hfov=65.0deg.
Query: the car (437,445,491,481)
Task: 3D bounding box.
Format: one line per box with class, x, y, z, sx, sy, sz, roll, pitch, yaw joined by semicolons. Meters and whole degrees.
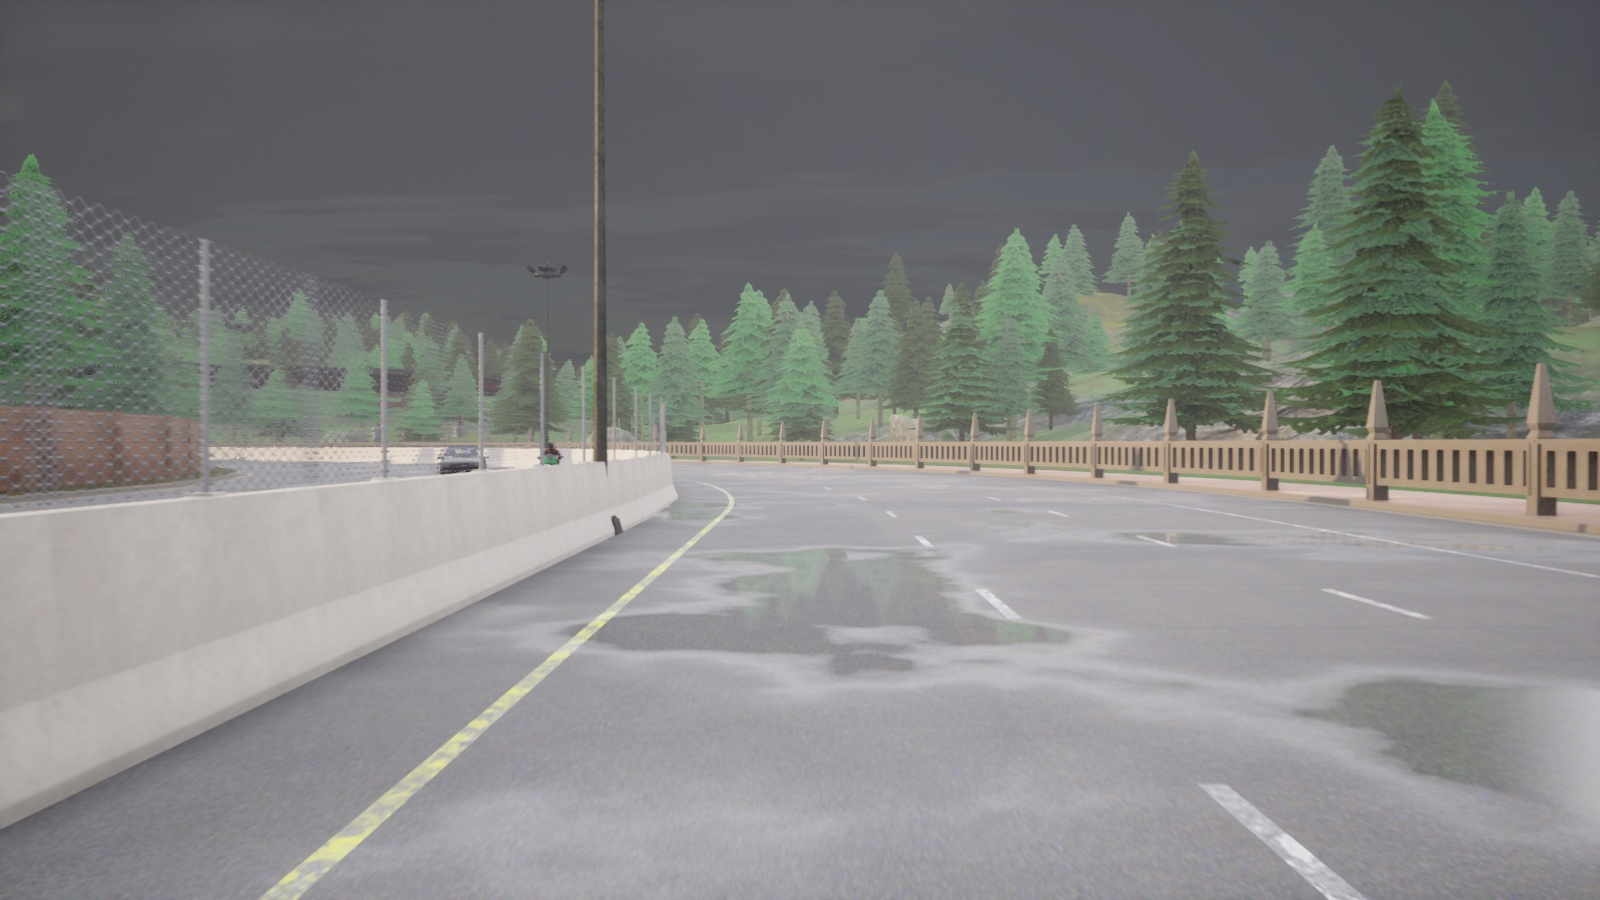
car;-13.845;0.491;51.713;2.033;1.411;5.357;0;0;-15
